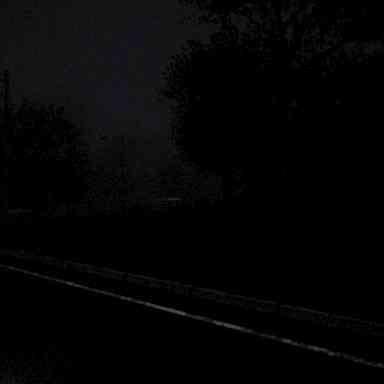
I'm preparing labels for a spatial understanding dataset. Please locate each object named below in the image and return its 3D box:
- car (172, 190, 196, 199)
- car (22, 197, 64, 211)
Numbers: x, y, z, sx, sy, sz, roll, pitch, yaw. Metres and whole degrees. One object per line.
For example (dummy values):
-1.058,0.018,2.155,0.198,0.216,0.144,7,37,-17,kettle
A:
-1.449,0.382,62.455,2.033,1.411,5.357,0,3,39,car
-18.460,1.403,41.377,1.882,1.535,5.008,0,1,39,car
